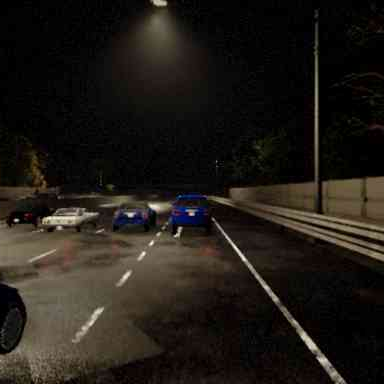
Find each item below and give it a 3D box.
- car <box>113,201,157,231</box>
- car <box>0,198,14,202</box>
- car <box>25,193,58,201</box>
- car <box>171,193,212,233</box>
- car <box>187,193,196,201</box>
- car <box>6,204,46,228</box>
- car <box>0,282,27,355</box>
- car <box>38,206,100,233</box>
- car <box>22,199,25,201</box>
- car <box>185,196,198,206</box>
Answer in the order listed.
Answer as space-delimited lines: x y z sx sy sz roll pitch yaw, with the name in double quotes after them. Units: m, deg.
-3.419 1.337 20.606 2.097 1.767 4.553 0 0 0 "car"
-28.076 1.543 48.569 2.033 1.411 5.357 0 0 1 "car"
-21.100 1.215 47.544 2.150 2.045 5.566 0 0 0 "car"
-0.015 1.207 19.546 2.150 2.045 5.566 0 0 0 "car"
-0.042 1.304 90.220 2.150 2.045 5.566 0 0 2 "car"
-10.419 1.511 22.031 1.812 1.442 4.674 0 0 0 "car"
-3.403 1.523 3.098 1.812 1.442 4.674 0 0 0 "car"
-6.913 1.587 19.573 1.895 1.301 4.718 0 0 0 "car"
-24.582 1.561 50.585 1.994 1.385 4.181 0 0 1 "car"
-0.045 1.496 56.142 2.128 1.511 4.902 0 0 0 "car"
